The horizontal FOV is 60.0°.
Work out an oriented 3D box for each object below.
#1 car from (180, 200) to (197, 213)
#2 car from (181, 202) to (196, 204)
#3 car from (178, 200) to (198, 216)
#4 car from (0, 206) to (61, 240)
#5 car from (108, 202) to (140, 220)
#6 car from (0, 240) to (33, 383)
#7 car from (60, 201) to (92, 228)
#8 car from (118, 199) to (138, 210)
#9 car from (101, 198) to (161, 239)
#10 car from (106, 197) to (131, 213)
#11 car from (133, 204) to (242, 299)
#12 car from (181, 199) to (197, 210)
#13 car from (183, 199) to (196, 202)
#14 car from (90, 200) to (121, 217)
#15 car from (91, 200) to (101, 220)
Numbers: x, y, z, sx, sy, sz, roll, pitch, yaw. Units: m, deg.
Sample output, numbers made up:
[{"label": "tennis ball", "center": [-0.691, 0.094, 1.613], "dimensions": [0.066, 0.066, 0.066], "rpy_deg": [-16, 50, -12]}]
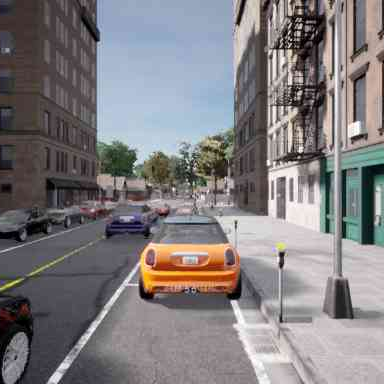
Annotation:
[{"label": "car", "center": [-0.383, 1.596, 38.428], "dimensions": [1.802, 1.307, 4.206], "rpy_deg": [0, 0, 0]}, {"label": "car", "center": [-0.383, 1.584, 21.873], "dimensions": [1.802, 1.307, 4.206], "rpy_deg": [0, 0, 0]}, {"label": "car", "center": [-0.383, 1.554, 32.910], "dimensions": [1.887, 1.381, 4.507], "rpy_deg": [0, 0, 0]}, {"label": "car", "center": [-8.408, 1.567, 16.351], "dimensions": [1.947, 1.339, 4.313], "rpy_deg": [0, 0, 0]}, {"label": "car", "center": [-5.868, 1.607, 29.212], "dimensions": [1.895, 1.301, 4.718], "rpy_deg": [0, 0, 0]}, {"label": "car", "center": [-2.927, 1.477, 2.194], "dimensions": [1.882, 1.535, 5.008], "rpy_deg": [0, 0, 0]}, {"label": "car", "center": [-8.408, 1.553, 21.869], "dimensions": [2.008, 1.369, 4.403], "rpy_deg": [0, 0, 0]}, {"label": "car", "center": [-8.408, 1.600, 43.945], "dimensions": [1.802, 1.307, 4.206], "rpy_deg": [0, 0, 0]}, {"label": "car", "center": [-3.020, 1.353, 17.556], "dimensions": [2.097, 1.767, 4.553], "rpy_deg": [0, 0, 0]}, {"label": "car", "center": [-8.408, 1.454, 38.426], "dimensions": [1.967, 1.590, 4.097], "rpy_deg": [0, 0, 0]}, {"label": "car", "center": [-0.032, 1.353, 8.620], "dimensions": [2.097, 1.767, 4.553], "rpy_deg": [0, 0, 0]}, {"label": "car", "center": [-0.383, 1.584, 43.946], "dimensions": [1.947, 1.339, 4.313], "rpy_deg": [0, 0, 0]}, {"label": "car", "center": [-0.383, 1.531, 27.562], "dimensions": [1.752, 1.417, 4.829], "rpy_deg": [0, 0, 0]}, {"label": "car", "center": [-8.408, 1.535, 32.737], "dimensions": [1.752, 1.417, 4.829], "rpy_deg": [0, 0, 0]}, {"label": "car", "center": [-8.408, 1.446, 27.388], "dimensions": [1.967, 1.590, 4.097], "rpy_deg": [0, 0, 0]}]
